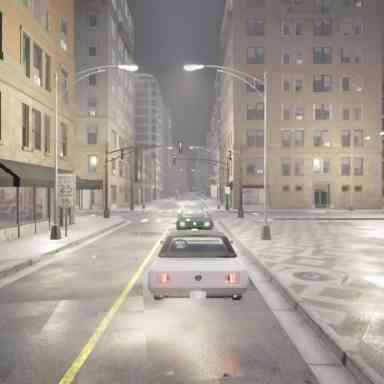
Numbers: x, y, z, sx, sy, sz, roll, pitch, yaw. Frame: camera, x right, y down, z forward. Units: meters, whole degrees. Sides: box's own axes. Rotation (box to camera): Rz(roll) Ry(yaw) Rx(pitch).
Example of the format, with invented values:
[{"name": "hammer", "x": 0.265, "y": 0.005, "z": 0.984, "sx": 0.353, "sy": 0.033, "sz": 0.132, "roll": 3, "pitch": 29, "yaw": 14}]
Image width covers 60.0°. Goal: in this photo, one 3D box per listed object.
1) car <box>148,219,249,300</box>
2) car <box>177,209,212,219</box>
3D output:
[{"name": "car", "x": 0.116, "y": 1.601, "z": 8.316, "sx": 1.895, "sy": 1.301, "sz": 4.718, "roll": 0, "pitch": 0, "yaw": 0}, {"name": "car", "x": 0.134, "y": 1.600, "z": 18.551, "sx": 1.895, "sy": 1.301, "sz": 4.718, "roll": 0, "pitch": 0, "yaw": 0}]
